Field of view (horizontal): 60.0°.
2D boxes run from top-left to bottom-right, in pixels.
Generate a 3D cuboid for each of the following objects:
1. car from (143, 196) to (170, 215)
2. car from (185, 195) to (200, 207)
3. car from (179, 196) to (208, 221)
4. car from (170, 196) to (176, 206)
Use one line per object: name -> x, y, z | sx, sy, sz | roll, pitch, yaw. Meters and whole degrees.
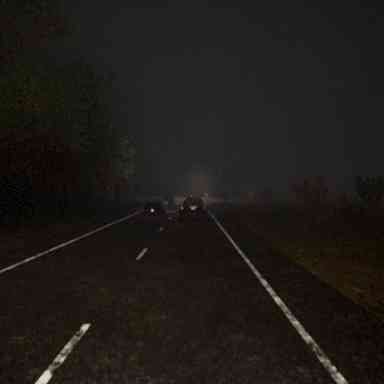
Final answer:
car -> -3.406, 1.300, 30.995 | 1.837, 1.490, 4.892 | 0, 1, 0
car -> 0.090, 1.227, 47.350 | 2.033, 1.411, 5.357 | 0, 0, 0
car -> 0.095, 1.183, 25.730 | 2.097, 1.767, 4.553 | 0, 1, 0
car -> -3.409, 1.218, 48.614 | 2.033, 1.411, 5.357 | 0, 0, 0
